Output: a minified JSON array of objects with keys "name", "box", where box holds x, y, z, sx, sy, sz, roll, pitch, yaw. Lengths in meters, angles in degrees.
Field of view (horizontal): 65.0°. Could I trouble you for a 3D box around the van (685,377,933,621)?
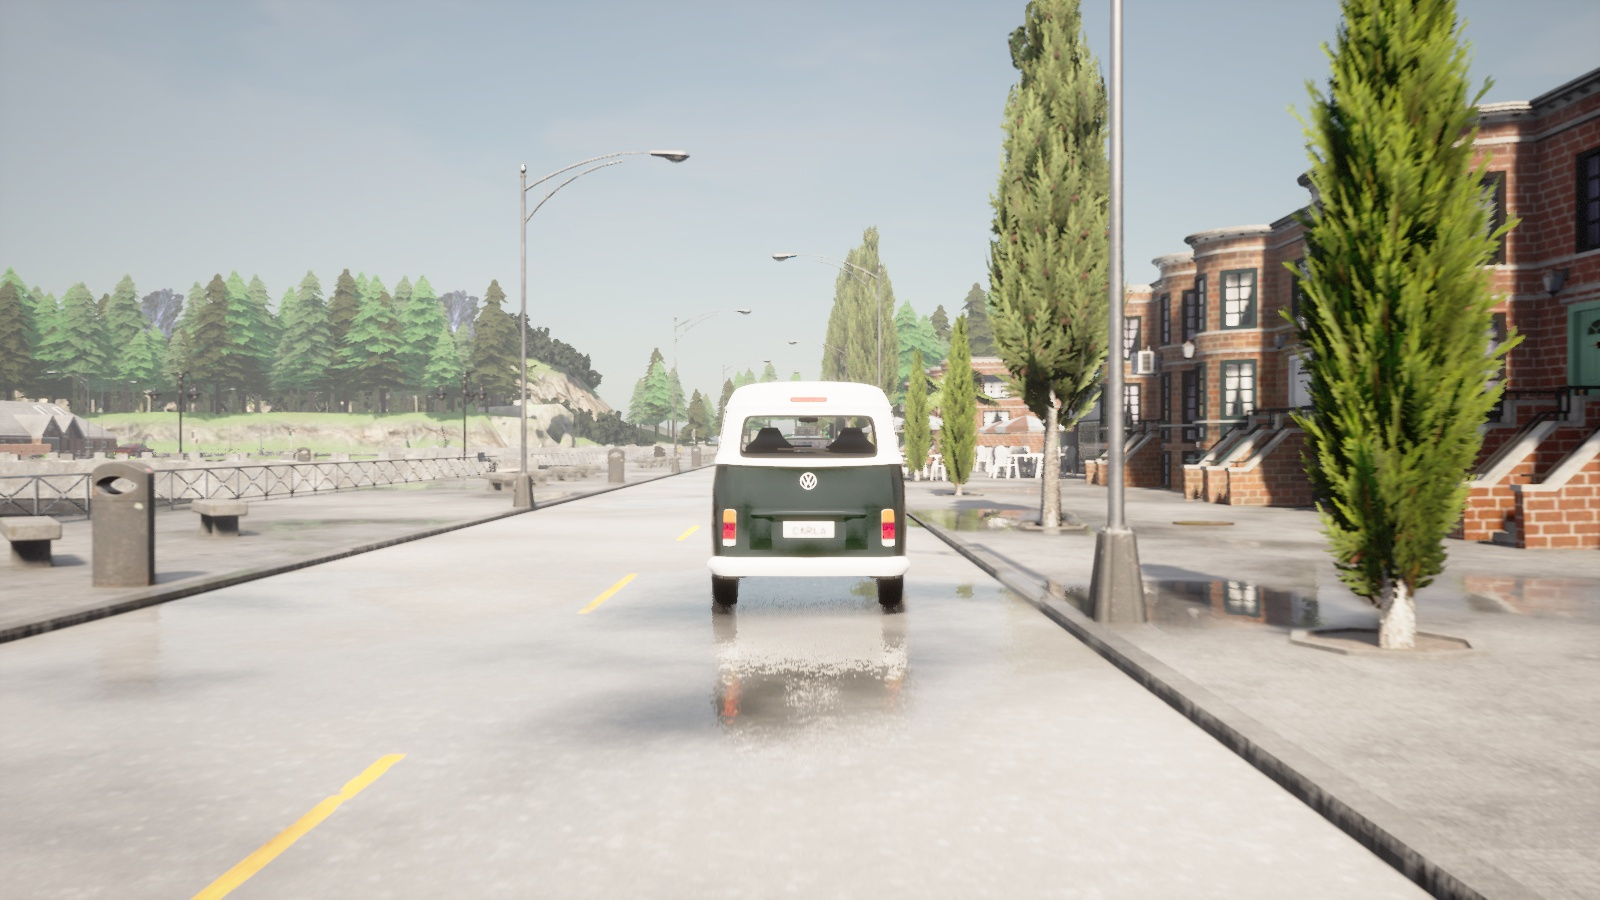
[{"name":"van","box":[0.086,0.398,12.756,2.069,2.038,4.480,0,0,0]}]
